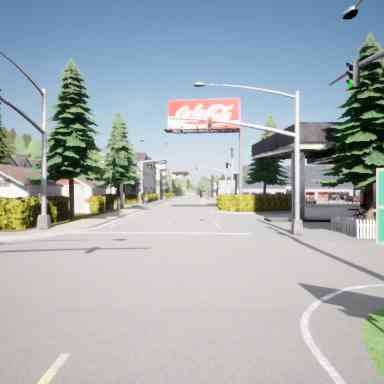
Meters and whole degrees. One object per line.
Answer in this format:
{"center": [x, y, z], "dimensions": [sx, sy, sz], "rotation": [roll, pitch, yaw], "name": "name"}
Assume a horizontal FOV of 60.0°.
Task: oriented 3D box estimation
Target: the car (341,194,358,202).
{"center": [34.842, 1.489, 71.841], "dimensions": [2.007, 1.523, 4.514], "rotation": [0, 0, 0], "name": "car"}

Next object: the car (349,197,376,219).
{"center": [14.346, 1.504, 24.964], "dimensions": [3.866, 1.878, 1.905], "rotation": [0, 0, 0], "name": "car"}

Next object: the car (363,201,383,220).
{"center": [18.668, 1.672, 30.638], "dimensions": [4.611, 1.667, 2.242], "rotation": [0, 0, 0], "name": "car"}

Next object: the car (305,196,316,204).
{"center": [22.445, 1.552, 64.038], "dimensions": [1.970, 1.475, 3.806], "rotation": [0, 0, 0], "name": "car"}
